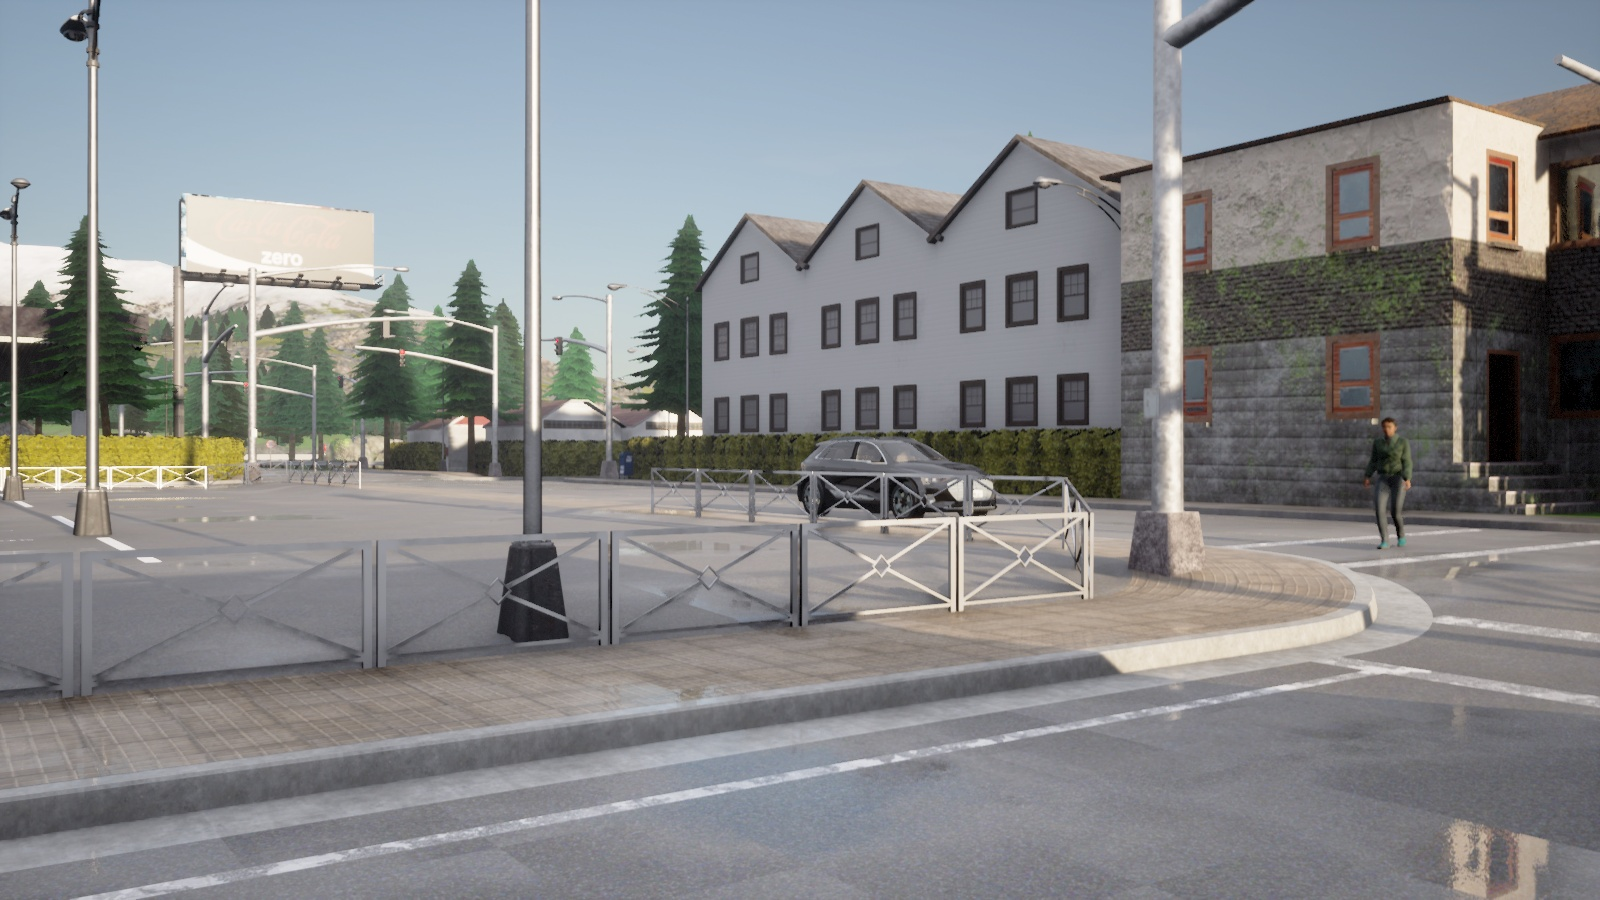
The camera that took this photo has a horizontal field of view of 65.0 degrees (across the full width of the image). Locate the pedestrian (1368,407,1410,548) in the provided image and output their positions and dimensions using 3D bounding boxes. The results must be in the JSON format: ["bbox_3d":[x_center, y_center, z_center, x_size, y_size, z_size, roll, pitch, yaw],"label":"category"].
[{"bbox_3d":[7.892,0.363,16.823,0.353,1.847,0.614,0,0,42],"label":"pedestrian"}]

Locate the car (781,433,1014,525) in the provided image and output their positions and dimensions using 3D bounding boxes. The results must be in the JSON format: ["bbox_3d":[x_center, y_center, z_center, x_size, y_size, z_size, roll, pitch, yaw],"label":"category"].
[{"bbox_3d":[1.812,0.529,25.046,2.033,1.649,4.856,0,0,-35],"label":"car"}]
